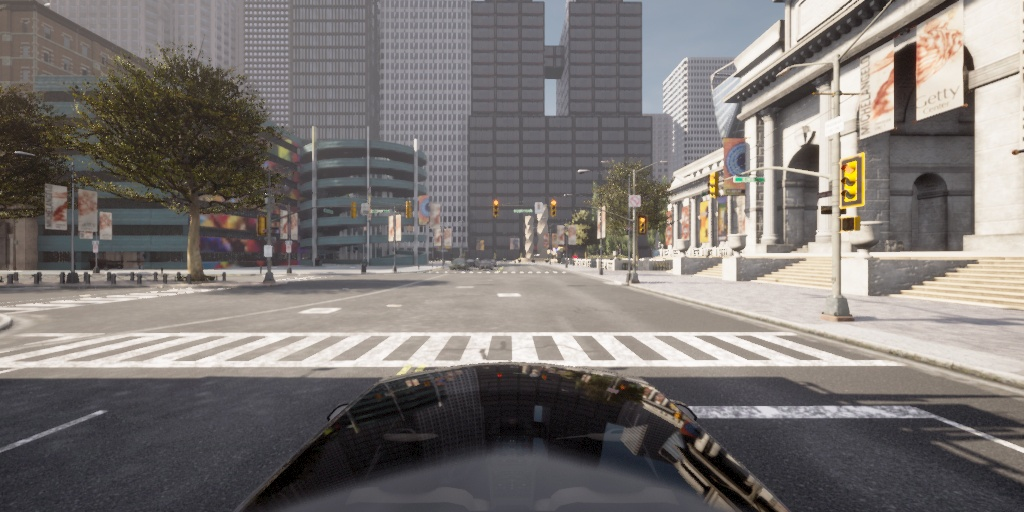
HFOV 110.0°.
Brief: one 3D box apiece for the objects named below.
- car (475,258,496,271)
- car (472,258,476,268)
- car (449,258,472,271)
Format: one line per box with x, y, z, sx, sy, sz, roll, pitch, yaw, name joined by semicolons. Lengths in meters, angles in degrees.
-3.570;1.251;49.247;1.837;1.490;4.892;0;0;0;car
-7.062;1.223;61.460;1.882;1.535;5.008;0;1;0;car
-7.090;1.098;48.266;2.097;1.767;4.553;0;0;1;car
